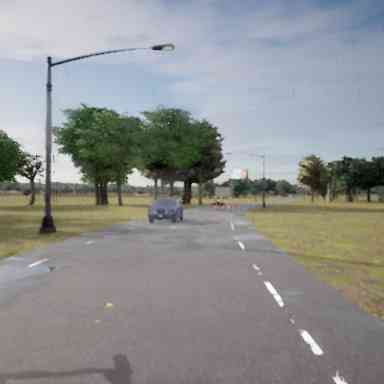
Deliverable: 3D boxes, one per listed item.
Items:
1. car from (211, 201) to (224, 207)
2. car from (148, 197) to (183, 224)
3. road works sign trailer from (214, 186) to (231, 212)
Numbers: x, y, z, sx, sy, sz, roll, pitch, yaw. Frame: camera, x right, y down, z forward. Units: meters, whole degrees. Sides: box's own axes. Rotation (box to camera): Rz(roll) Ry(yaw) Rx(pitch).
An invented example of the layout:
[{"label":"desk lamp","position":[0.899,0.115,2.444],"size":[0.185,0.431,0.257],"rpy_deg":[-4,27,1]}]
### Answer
[{"label":"car","position":[5.210,2.381,67.346],"size":[1.895,1.301,4.718],"rpy_deg":[0,-1,15]},{"label":"car","position":[-2.066,1.466,27.611],"size":[2.150,2.045,5.566],"rpy_deg":[0,-1,6]},{"label":"road works sign trailer","position":[4.413,0.983,47.687],"size":[2.380,3.560,2.880],"rpy_deg":[0,-1,11]}]
